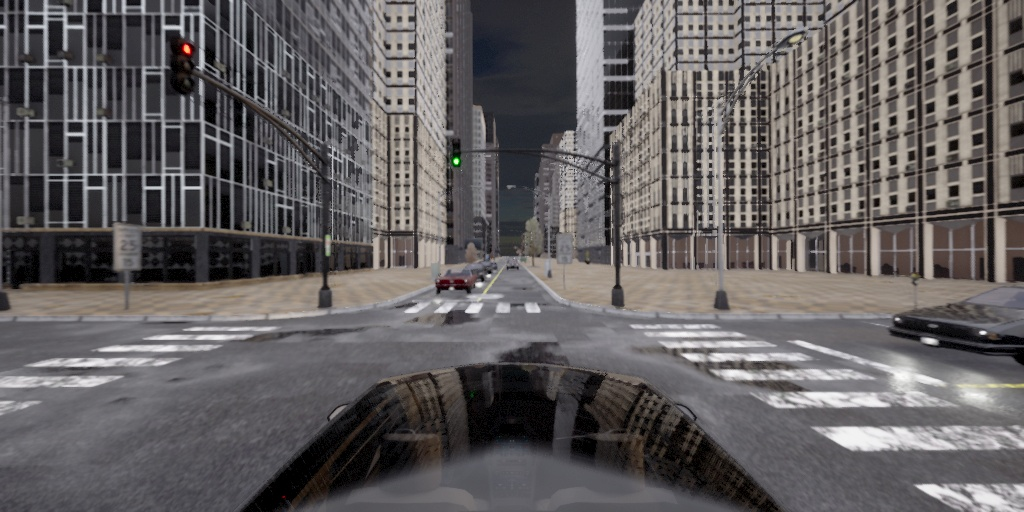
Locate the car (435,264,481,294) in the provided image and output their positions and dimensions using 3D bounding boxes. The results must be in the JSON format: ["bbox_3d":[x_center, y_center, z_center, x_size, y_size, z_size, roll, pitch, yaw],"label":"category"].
[{"bbox_3d":[-3.083,1.356,20.490,1.895,1.301,4.718,0,0,-1],"label":"car"}]

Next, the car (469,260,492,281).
[{"bbox_3d":[-3.089,1.291,30.261,2.033,1.411,5.357,0,0,0],"label":"car"}]

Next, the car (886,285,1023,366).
[{"bbox_3d":[10.969,1.304,7.187,5.357,1.411,2.033,0,0,-1],"label":"car"}]

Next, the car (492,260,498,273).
[{"bbox_3d":[-3.076,1.278,40.398,2.033,1.411,5.357,0,0,0],"label":"car"}]

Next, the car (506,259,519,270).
[{"bbox_3d":[0.119,1.247,51.463,2.033,1.411,5.357,0,0,0],"label":"car"}]

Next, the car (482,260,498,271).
[{"bbox_3d":[-3.037,1.282,50.525,1.994,1.385,4.181,0,0,0],"label":"car"}]
